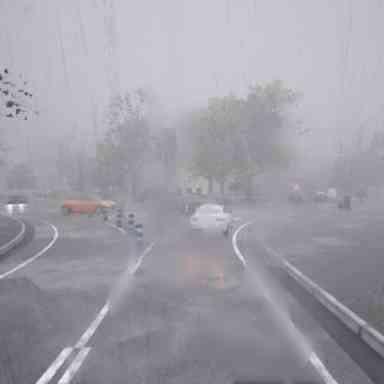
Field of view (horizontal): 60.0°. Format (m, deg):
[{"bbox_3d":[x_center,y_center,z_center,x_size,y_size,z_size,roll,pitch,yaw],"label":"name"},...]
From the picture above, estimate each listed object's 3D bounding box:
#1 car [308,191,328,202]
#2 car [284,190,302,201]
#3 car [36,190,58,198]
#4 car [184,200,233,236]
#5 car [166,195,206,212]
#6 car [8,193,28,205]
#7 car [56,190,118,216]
[{"bbox_3d":[17.846,0.593,47.331,1.812,1.442,4.674,0,2,6],"label":"car"},{"bbox_3d":[14.844,0.527,48.980,1.837,1.490,4.892,1,2,4],"label":"car"},{"bbox_3d":[-24.714,0.309,58.684,2.033,1.411,5.357,1,2,25],"label":"car"},{"bbox_3d":[1.072,1.357,17.153,1.812,1.442,4.674,0,1,10],"label":"car"},{"bbox_3d":[0.069,1.021,30.805,4.892,1.490,1.837,0,3,-11],"label":"car"},{"bbox_3d":[-21.575,0.795,41.336,1.994,1.385,4.181,-1,2,-23],"label":"car"},{"bbox_3d":[-8.432,0.959,27.587,4.553,1.767,2.097,0,2,14],"label":"car"}]
